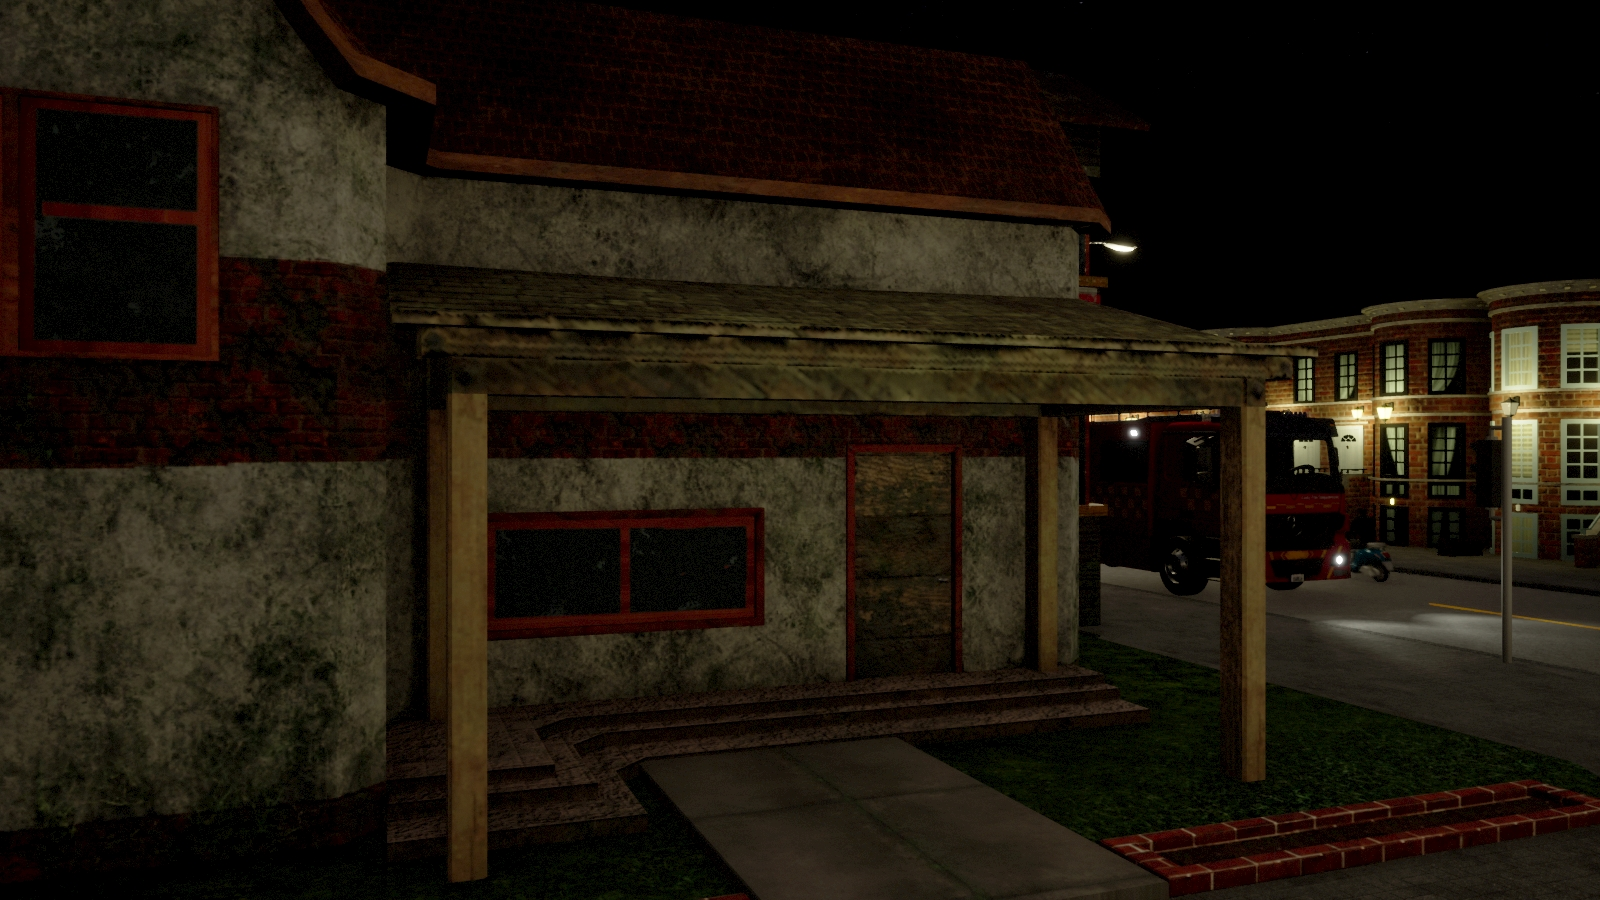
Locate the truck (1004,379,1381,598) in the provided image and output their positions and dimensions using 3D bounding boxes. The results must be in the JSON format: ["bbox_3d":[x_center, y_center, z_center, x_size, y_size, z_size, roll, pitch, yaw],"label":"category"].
[{"bbox_3d":[7.818,0.670,24.411,2.891,3.827,8.468,0,0,-20],"label":"truck"}]
